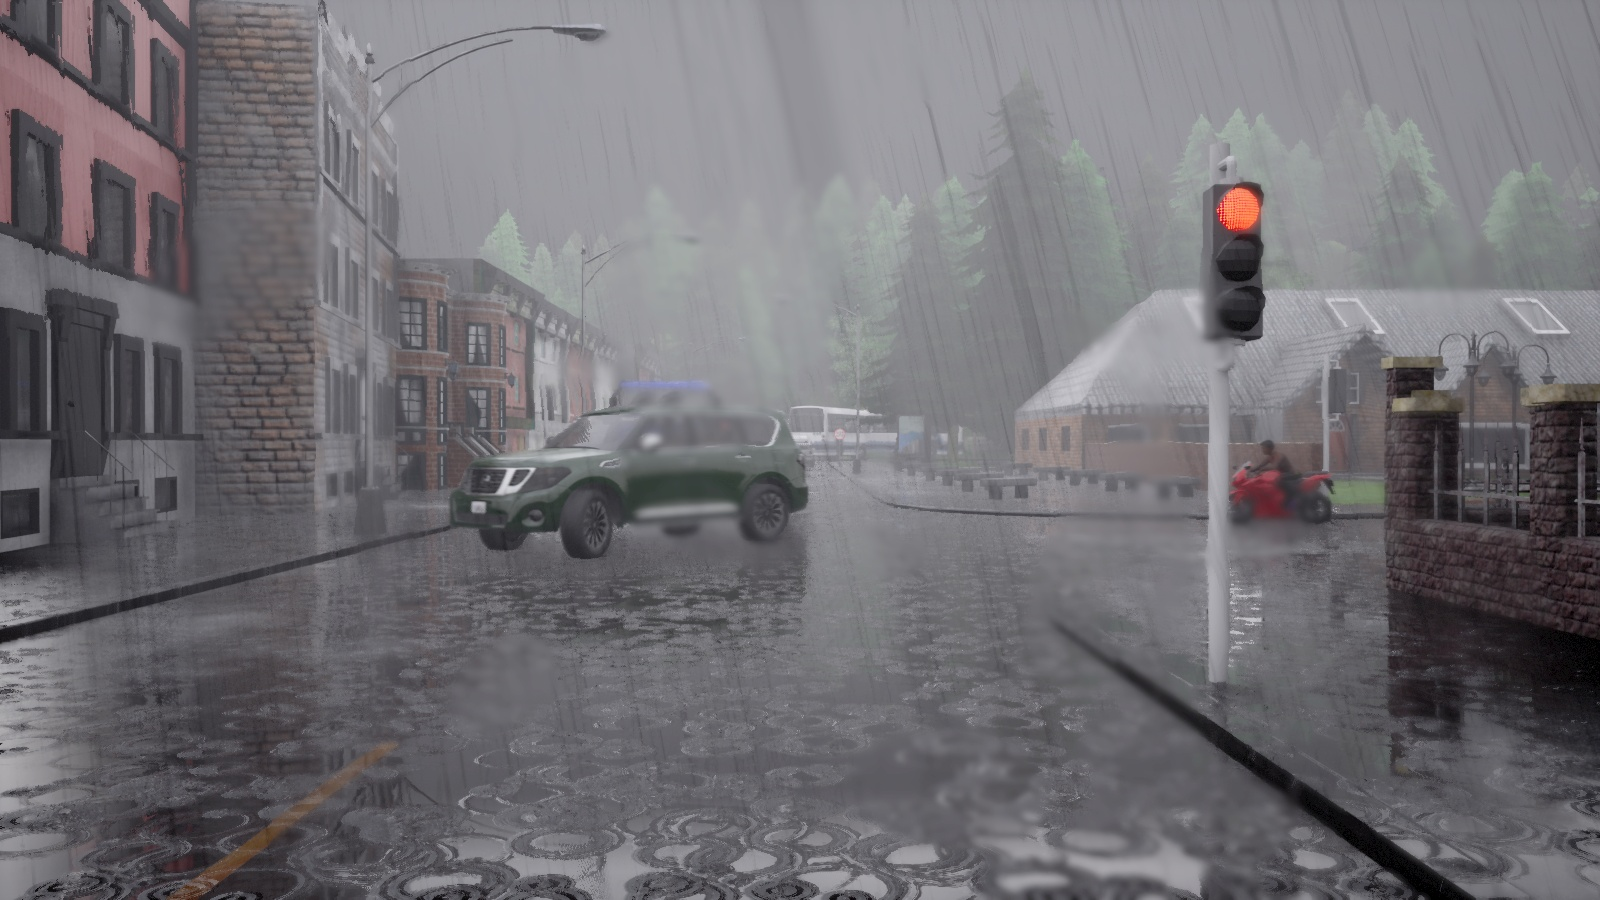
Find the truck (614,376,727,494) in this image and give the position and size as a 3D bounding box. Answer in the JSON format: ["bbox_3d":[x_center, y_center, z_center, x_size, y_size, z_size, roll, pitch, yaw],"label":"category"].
[{"bbox_3d":[-4.047,-0.470,41.022,2.891,3.462,7.936,0,0,0],"label":"truck"}]

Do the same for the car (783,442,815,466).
[{"bbox_3d":[-0.034,0.265,79.133,1.970,1.475,3.806,0,0,0],"label":"car"}]

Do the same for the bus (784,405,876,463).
[{"bbox_3d":[2.509,-1.176,98.403,3.944,4.253,10.273,0,0,22],"label":"bus"}]

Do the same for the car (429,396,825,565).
[{"bbox_3d":[-2.274,0.362,18.044,2.150,2.045,5.566,0,0,42],"label":"car"}]

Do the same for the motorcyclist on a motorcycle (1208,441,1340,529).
[{"bbox_3d":[8.386,0.610,22.282,2.044,1.523,0.797,0,0,0],"label":"motorcyclist on a motorcycle"}]
